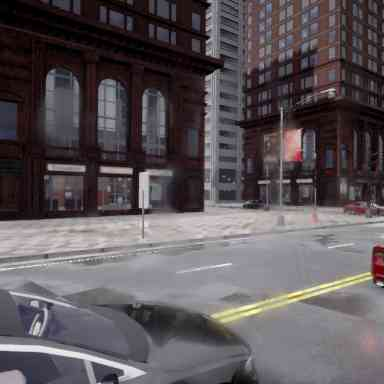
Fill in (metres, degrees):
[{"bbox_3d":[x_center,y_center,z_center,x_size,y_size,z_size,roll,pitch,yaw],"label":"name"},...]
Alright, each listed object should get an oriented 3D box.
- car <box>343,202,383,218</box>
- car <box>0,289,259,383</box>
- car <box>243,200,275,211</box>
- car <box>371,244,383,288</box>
[{"bbox_3d":[17.080,1.675,32.170,1.812,1.442,4.674,1,-1,-38],"label":"car"},{"bbox_3d":[-1.617,1.491,2.292,4.902,1.511,2.128,0,0,-35],"label":"car"},{"bbox_3d":[8.701,1.740,43.594,1.812,1.442,4.674,1,0,-35],"label":"car"},{"bbox_3d":[6.209,1.489,7.867,5.008,1.535,1.882,0,0,-35],"label":"car"}]
